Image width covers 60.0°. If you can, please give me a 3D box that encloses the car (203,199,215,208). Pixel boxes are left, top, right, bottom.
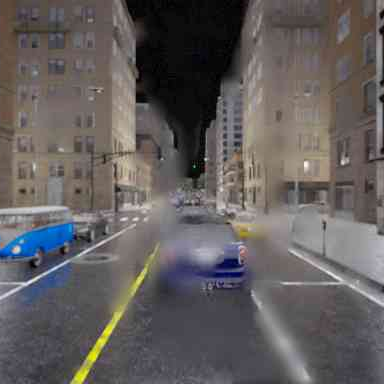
[{"bbox_3d":[2.698,1.864,54.568,1.802,1.307,4.206,0,0,0],"label":"car"}]

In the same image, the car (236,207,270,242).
[{"bbox_3d":[2.662,1.612,16.775,1.752,1.417,4.829,0,0,0],"label":"car"}]

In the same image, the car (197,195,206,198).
[{"bbox_3d":[2.718,1.807,71.614,1.967,1.590,4.097,0,0,0],"label":"car"}]

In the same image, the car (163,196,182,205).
[{"bbox_3d":[-2.788,1.730,48.756,1.882,1.535,5.008,0,0,0],"label":"car"}]

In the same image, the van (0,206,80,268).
[{"bbox_3d":[-5.381,1.399,11.208,1.690,1.788,3.998,0,0,0],"label":"van"}]

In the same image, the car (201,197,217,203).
[{"bbox_3d":[2.692,1.804,48.886,2.008,1.369,4.403,0,0,0],"label":"car"}]

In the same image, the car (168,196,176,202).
[{"bbox_3d":[-5.287,1.890,88.663,1.967,1.590,4.097,0,0,0],"label":"car"}]

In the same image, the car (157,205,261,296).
[{"bbox_3d":[0.194,1.398,8.973,2.097,1.767,4.553,0,0,-3],"label":"car"}]

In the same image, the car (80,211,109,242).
[{"bbox_3d":[-5.373,1.637,16.613,2.008,1.369,4.403,0,0,0],"label":"car"}]

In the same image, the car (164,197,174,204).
[{"bbox_3d":[-5.301,1.945,77.301,2.008,1.369,4.403,0,0,0],"label":"car"}]

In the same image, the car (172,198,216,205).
[{"bbox_3d":[0.113,1.455,19.990,2.097,1.767,4.553,0,0,0],"label":"car"}]

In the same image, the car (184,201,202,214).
[{"bbox_3d":[0.137,1.760,39.618,1.994,1.385,4.181,0,0,0],"label":"car"}]

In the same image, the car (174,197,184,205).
[{"bbox_3d":[-2.673,1.879,68.850,1.812,1.442,4.674,0,0,0],"label":"car"}]

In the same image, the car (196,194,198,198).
[{"bbox_3d":[2.731,1.737,82.978,2.192,1.841,5.009,0,0,0],"label":"car"}]

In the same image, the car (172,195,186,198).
[{"bbox_3d":[-2.755,1.524,58.746,2.150,2.045,5.566,0,0,1],"label":"car"}]

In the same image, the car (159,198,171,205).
[{"bbox_3d":[-5.314,1.904,65.938,1.947,1.339,4.313,0,0,0],"label":"car"}]

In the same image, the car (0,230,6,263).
[{"bbox_3d":[-5.388,1.613,5.801,1.802,1.307,4.206,0,0,0],"label":"car"}]

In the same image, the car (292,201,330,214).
[{"bbox_3d":[13.632,1.706,36.637,4.718,1.301,1.895,0,0,0],"label":"car"}]

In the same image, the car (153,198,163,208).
[{"bbox_3d":[-5.327,1.806,54.406,1.752,1.417,4.829,0,0,0],"label":"car"}]
